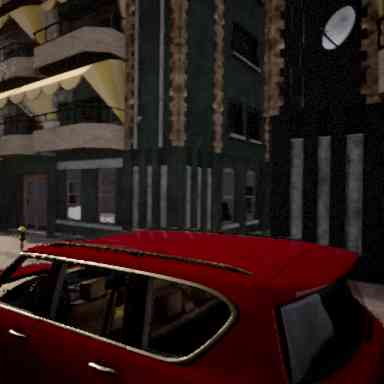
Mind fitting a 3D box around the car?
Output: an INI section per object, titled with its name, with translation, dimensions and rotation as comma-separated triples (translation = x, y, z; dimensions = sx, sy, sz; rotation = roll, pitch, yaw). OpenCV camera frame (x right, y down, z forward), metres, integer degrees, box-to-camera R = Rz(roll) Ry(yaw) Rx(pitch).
[car]
translation = -0.766, 1.321, 3.398
dimensions = 5.009, 1.841, 2.192
rotation = 0, 1, 36
